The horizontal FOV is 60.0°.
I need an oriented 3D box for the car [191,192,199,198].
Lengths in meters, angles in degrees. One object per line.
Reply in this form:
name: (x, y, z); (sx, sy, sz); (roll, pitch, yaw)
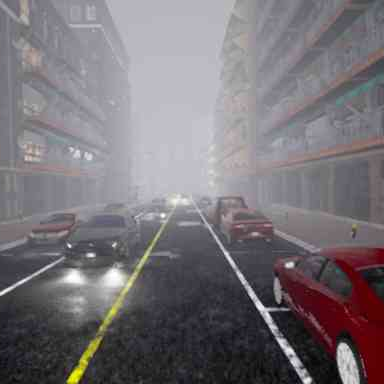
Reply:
car: (0.714, 0.724, 88.018); (1.967, 1.590, 4.097); (-2, 0, -1)

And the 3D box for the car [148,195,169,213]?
car: (-3.458, 1.318, 34.800); (2.033, 1.411, 5.357); (-1, 0, -1)

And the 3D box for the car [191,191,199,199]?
car: (1.285, 1.042, 59.704); (2.008, 1.369, 4.403); (-2, 0, -1)

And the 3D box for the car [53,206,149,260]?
car: (-3.082, 1.494, 12.617); (2.033, 1.411, 5.357); (-1, 0, -1)

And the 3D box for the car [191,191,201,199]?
car: (0.937, 0.681, 76.691); (2.192, 1.841, 5.009); (-2, 0, -1)

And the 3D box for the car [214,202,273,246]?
car: (2.253, 1.383, 14.400); (1.887, 1.381, 4.507); (-2, 0, -1)

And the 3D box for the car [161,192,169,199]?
car: (-7.172, 0.862, 88.059); (1.967, 1.590, 4.097); (-2, 0, -1)

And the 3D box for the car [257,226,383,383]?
car: (2.457, 1.459, 4.852); (1.887, 1.381, 4.507); (-2, 0, -1)

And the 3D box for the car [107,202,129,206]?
car: (-5.840, 1.451, 25.912); (1.947, 1.339, 4.313); (-2, 0, -1)

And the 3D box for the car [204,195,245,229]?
car: (2.125, 1.108, 20.061); (2.192, 1.841, 5.009); (-2, 0, -1)

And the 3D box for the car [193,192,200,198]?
car: (1.527, 1.121, 48.377); (1.887, 1.381, 4.507); (-2, 0, -1)

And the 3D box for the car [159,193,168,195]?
car: (-6.931, 0.943, 76.759); (1.967, 1.590, 4.097); (-2, 0, -1)

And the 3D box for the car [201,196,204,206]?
car: (2.011, 1.300, 25.726); (2.008, 1.369, 4.403); (-2, 0, -1)

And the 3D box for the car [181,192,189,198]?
car: (-1.747, 0.743, 83.407); (1.812, 1.442, 4.674); (-1, 0, -1)

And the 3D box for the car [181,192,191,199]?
car: (-1.526, 0.913, 73.193); (1.895, 1.301, 4.718); (-1, 0, -1)

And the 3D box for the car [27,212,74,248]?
car: (-5.598, 1.556, 14.613); (1.802, 1.307, 4.206); (-2, 0, -1)

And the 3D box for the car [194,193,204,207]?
car: (1.648, 1.184, 42.715); (1.947, 1.339, 4.313); (-2, 0, -1)
